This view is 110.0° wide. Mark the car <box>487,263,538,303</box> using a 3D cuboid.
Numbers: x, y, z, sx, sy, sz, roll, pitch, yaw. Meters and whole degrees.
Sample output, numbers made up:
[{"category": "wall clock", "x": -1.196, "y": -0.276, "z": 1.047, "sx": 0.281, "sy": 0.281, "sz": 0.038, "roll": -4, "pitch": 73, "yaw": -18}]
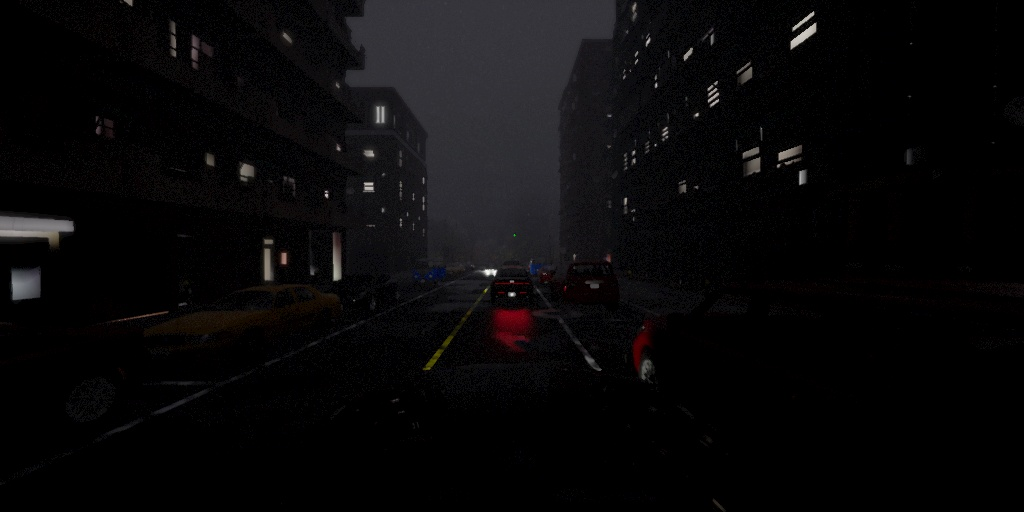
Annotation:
[{"category": "car", "x": 0.000, "y": 1.258, "z": 16.503, "sx": 1.837, "sy": 1.490, "sz": 4.892, "roll": 0, "pitch": 0, "yaw": 0}]

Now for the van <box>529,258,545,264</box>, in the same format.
[{"category": "van", "x": 2.690, "y": 1.071, "z": 36.055, "sx": 1.690, "sy": 1.789, "sz": 3.998, "roll": 0, "pitch": 0, "yaw": 0}]

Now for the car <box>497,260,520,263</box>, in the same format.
[{"category": "car", "x": 0.000, "y": 1.100, "z": 31.475, "sx": 2.097, "sy": 1.767, "sz": 4.553, "roll": 0, "pitch": 0, "yaw": 0}]

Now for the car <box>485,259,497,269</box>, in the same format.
[{"category": "car", "x": -2.999, "y": 1.239, "z": 54.509, "sx": 2.128, "sy": 1.511, "sz": 4.902, "roll": 0, "pitch": 0, "yaw": 0}]

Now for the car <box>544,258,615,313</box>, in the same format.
[{"category": "car", "x": 2.690, "y": 1.057, "z": 13.958, "sx": 2.192, "sy": 1.841, "sz": 5.009, "roll": 0, "pitch": 0, "yaw": 0}]

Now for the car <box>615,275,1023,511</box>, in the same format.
[{"category": "car", "x": 2.690, "y": 1.061, "z": 2.909, "sx": 2.192, "sy": 1.841, "sz": 5.009, "roll": 0, "pitch": 0, "yaw": 0}]

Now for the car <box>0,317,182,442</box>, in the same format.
[{"category": "car", "x": -5.691, "y": 1.291, "z": 2.861, "sx": 1.888, "sy": 1.381, "sz": 4.507, "roll": 0, "pitch": 0, "yaw": 0}]

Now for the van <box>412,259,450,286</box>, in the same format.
[{"category": "van", "x": -5.691, "y": 1.077, "z": 24.958, "sx": 1.690, "sy": 1.789, "sz": 3.998, "roll": 0, "pitch": 0, "yaw": 0}]

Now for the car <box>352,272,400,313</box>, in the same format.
[{"category": "car", "x": -5.691, "y": 1.308, "z": 13.909, "sx": 1.948, "sy": 1.339, "sz": 4.313, "roll": 0, "pitch": 0, "yaw": 0}]

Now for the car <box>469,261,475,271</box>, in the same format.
[{"category": "car", "x": -5.788, "y": 1.305, "z": 47.049, "sx": 1.802, "sy": 1.307, "sz": 4.207, "roll": 0, "pitch": 0, "yaw": 0}]

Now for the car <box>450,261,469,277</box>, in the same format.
[{"category": "car", "x": -5.691, "y": 1.256, "z": 35.837, "sx": 1.751, "sy": 1.417, "sz": 4.829, "roll": 0, "pitch": 0, "yaw": 0}]

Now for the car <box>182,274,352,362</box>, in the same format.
[{"category": "car", "x": -5.691, "y": 1.270, "z": 8.216, "sx": 1.751, "sy": 1.417, "sz": 4.829, "roll": 0, "pitch": 0, "yaw": 0}]

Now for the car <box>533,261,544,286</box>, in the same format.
[{"category": "car", "x": 2.689, "y": 1.282, "z": 25.006, "sx": 1.888, "sy": 1.381, "sz": 4.507, "roll": 0, "pitch": 0, "yaw": 0}]
